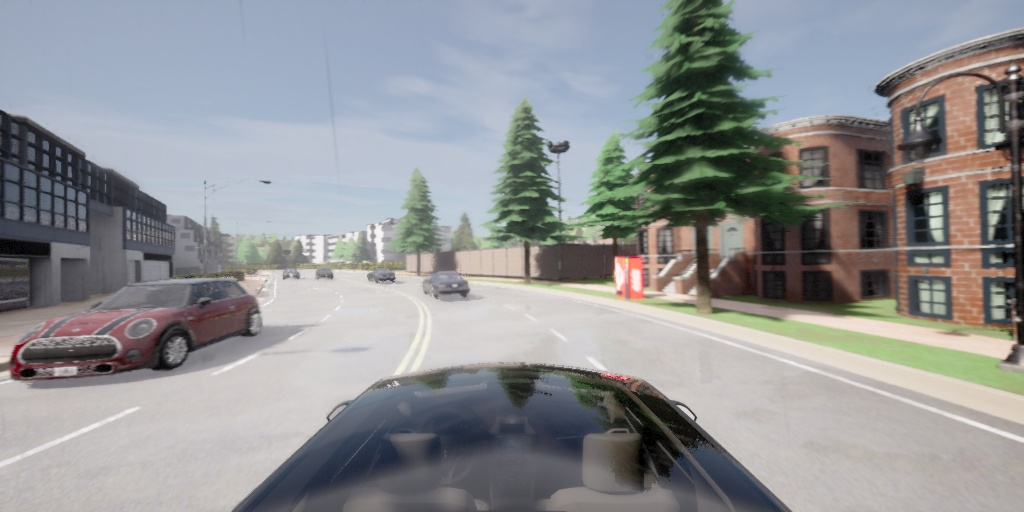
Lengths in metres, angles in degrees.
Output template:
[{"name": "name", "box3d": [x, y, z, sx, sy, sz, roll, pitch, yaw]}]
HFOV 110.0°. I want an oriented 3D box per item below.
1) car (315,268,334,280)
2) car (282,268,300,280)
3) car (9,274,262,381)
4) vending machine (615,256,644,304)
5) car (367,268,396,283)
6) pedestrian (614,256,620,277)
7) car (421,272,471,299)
[{"name": "car", "box3d": [-23.954, 2.245, 45.824, 1.837, 1.490, 4.892, -1, -1, -33]}, {"name": "car", "box3d": [-30.022, 2.386, 48.790, 2.128, 1.511, 4.902, -1, -1, -33]}, {"name": "car", "box3d": [-7.740, 1.327, 8.076, 2.097, 1.767, 4.553, -1, -1, -11]}, {"name": "vending machine", "box3d": [5.410, 1.018, 16.491, 1.100, 2.100, 0.880, 0, 0, -16]}, {"name": "car", "box3d": [-13.182, 1.961, 36.044, 2.033, 1.411, 5.357, -1, -1, -33]}, {"name": "pedestrian", "box3d": [5.135, 0.883, 17.362, 0.375, 1.860, 0.375, -1, -1, -17]}, {"name": "car", "box3d": [-3.886, 1.597, 20.500, 2.033, 1.411, 5.357, -1, -1, -23]}]
